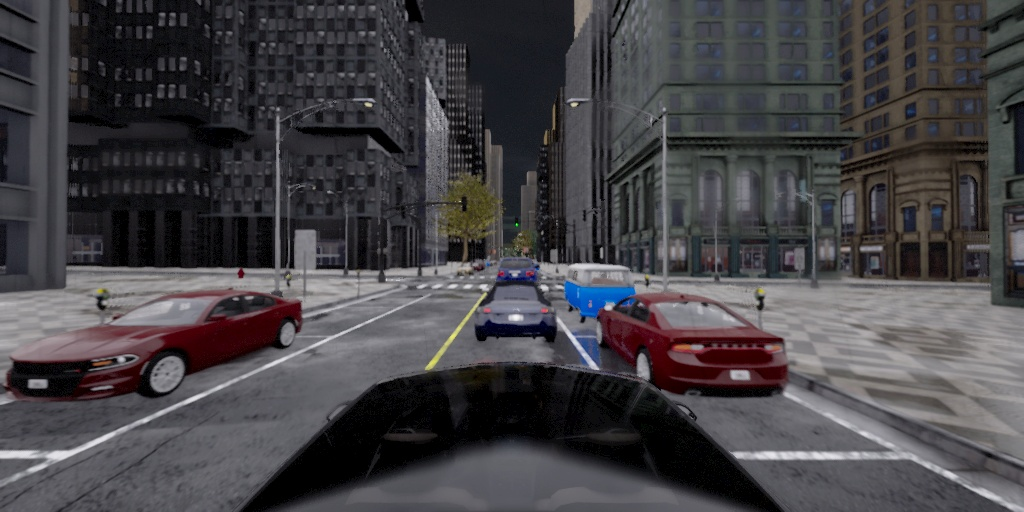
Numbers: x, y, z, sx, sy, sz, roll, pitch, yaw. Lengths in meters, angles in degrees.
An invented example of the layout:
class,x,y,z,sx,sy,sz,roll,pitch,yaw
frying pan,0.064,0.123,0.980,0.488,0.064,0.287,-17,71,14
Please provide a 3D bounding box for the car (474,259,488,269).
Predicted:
class,x,y,z,sx,sy,sz,roll,pitch,yaw
car,-5.756,1.494,60.573,2.192,1.841,5.009,0,0,0

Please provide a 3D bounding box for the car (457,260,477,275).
class,x,y,z,sx,sy,sz,roll,pitch,yaw
car,-5.764,1.583,44.534,1.751,1.417,4.829,0,0,0

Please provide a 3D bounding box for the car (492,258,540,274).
class,x,y,z,sx,sy,sz,roll,pitch,yaw
car,0.458,1.113,21.796,2.150,2.045,5.566,0,0,6

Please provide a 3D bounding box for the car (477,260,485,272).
class,x,y,z,sx,sy,sz,roll,pitch,yaw
car,-5.756,1.683,55.284,1.888,1.381,4.507,0,0,0

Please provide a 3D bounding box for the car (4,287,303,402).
class,x,y,z,sx,sy,sz,roll,pitch,yaw
car,-5.779,1.328,6.612,1.888,1.381,4.507,0,0,0

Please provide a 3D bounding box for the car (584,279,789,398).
class,x,y,z,sx,sy,sz,roll,pitch,yaw
car,2.776,1.328,6.593,1.888,1.381,4.507,0,0,0

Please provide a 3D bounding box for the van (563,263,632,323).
class,x,y,z,sx,sy,sz,roll,pitch,yaw
van,2.778,1.162,12.118,1.690,1.789,3.998,0,0,0

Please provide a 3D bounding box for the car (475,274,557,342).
class,x,y,z,sx,sy,sz,roll,pitch,yaw
car,0.098,1.370,10.030,1.994,1.385,4.181,0,-1,0
